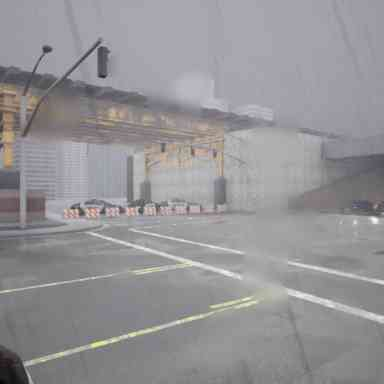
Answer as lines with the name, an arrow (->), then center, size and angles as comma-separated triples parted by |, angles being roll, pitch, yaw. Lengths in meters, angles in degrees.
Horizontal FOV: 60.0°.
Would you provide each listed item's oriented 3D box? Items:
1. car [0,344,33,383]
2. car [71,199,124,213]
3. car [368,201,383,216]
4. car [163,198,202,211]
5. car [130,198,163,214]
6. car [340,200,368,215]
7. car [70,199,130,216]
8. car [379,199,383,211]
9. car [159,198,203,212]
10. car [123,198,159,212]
car -> -3.331, 1.492, 1.395 | 4.902, 1.511, 2.128 | 0, 0, -35
car -> -9.046, 1.295, 32.085 | 4.536, 1.218, 1.853 | 0, 0, 8
car -> 18.967, 1.352, 31.332 | 4.553, 1.767, 2.097 | 0, 0, -37
car -> -1.403, 1.295, 38.530 | 4.536, 1.218, 1.853 | 0, 0, -7
car -> -5.255, 1.453, 34.770 | 2.038, 1.542, 4.974 | 0, 0, 18
car -> 17.188, 1.526, 34.377 | 4.674, 1.442, 1.812 | 0, 0, -37
car -> -8.995, 1.453, 32.078 | 4.974, 1.542, 2.038 | 0, 0, 8
car -> 24.838, 1.547, 40.149 | 5.357, 1.411, 2.033 | 0, 0, -37
car -> -1.351, 1.453, 38.536 | 4.974, 1.542, 2.038 | 0, 0, -7
car -> -5.239, 1.295, 34.819 | 1.853, 1.218, 4.536 | 0, 0, 18
